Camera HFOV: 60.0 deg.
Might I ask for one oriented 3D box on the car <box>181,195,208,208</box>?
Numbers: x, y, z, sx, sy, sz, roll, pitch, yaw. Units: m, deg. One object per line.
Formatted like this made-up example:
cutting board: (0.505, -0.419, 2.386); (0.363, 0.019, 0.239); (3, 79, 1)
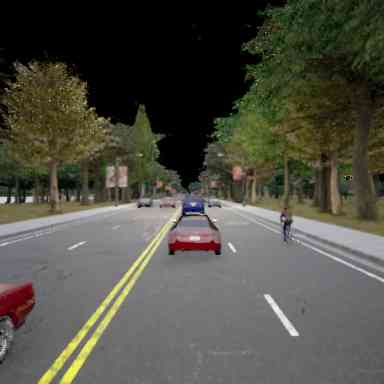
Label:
car: (0.110, 1.270, 32.220); (2.150, 2.045, 5.566); (0, 0, 0)

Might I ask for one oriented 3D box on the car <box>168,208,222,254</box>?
car: (0.102, 1.579, 13.580); (1.994, 1.385, 4.181); (0, 0, 0)

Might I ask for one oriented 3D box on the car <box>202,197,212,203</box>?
car: (3.275, 1.771, 73.380); (1.994, 1.385, 4.181); (0, 0, 0)

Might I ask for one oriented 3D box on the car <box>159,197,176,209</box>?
car: (-3.313, 1.441, 45.928); (2.097, 1.767, 4.553); (0, 0, 0)

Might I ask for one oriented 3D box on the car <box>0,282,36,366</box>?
car: (-3.348, 1.603, 2.928); (1.895, 1.301, 4.718); (0, 0, 0)

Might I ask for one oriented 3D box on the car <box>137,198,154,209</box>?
car: (-6.562, 1.573, 47.330); (1.882, 1.535, 5.008); (0, 0, 0)

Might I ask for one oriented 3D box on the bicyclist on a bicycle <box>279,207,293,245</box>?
bicyclist on a bicycle: (4.146, 1.469, 14.588); (0.582, 1.620, 1.656); (0, 0, 0)

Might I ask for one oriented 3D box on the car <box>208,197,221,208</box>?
car: (3.366, 1.658, 51.137); (2.033, 1.411, 5.357); (0, 0, 0)
